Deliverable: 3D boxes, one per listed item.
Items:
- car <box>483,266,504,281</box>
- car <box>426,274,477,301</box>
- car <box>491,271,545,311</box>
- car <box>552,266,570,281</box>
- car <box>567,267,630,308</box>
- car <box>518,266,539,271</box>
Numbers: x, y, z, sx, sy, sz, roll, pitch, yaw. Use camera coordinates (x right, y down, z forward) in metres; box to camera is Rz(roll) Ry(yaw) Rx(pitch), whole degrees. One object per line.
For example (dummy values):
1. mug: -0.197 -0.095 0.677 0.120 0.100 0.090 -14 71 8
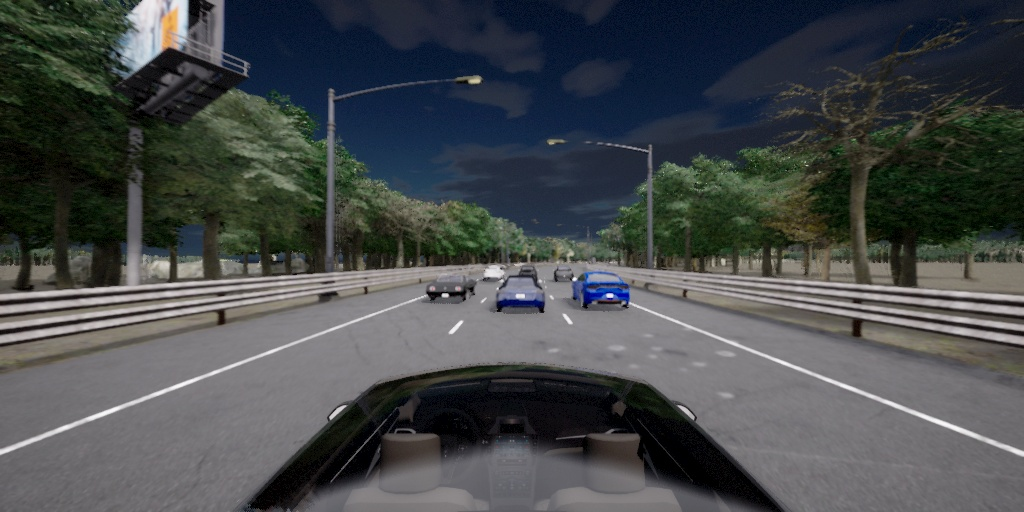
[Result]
1. car: -1.808 1.767 37.031 1.812 1.442 4.674 0 -1 5
2. car: -3.001 1.585 18.902 1.895 1.301 4.718 0 -1 2
3. car: 0.381 1.507 15.522 1.994 1.385 4.181 0 -1 2
4. car: 5.148 1.734 36.207 2.128 1.511 4.902 0 -1 5
5. car: 3.912 1.440 16.500 1.882 1.535 5.008 0 -1 2
6. car: 1.642 1.742 36.328 1.837 1.490 4.892 0 -1 5
